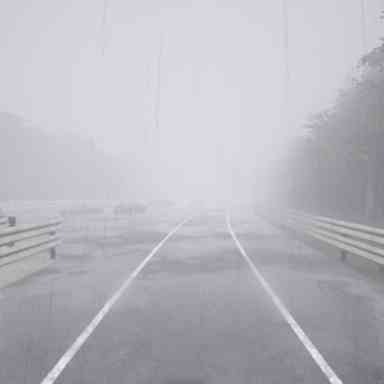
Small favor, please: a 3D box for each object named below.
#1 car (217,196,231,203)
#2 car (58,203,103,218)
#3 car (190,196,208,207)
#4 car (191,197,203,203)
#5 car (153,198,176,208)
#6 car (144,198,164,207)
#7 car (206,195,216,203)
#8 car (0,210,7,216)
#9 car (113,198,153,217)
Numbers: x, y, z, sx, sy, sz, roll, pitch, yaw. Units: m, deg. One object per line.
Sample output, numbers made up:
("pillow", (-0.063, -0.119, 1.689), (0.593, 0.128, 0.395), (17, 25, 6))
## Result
("car", (8.116, 1.979, 85.064), (1.837, 1.490, 4.892), (0, 0, 15))
("car", (-10.191, 1.689, 30.988), (1.895, 1.301, 4.718), (0, 0, 15))
("car", (1.036, 1.883, 58.989), (1.994, 1.385, 4.181), (0, 0, 15))
("car", (1.357, 1.963, 86.882), (1.837, 1.490, 4.892), (0, 0, 15))
("car", (-4.174, 1.812, 53.155), (2.033, 1.411, 5.357), (0, 0, 15))
("car", (-6.502, 1.812, 57.934), (1.812, 1.442, 4.674), (0, 0, 15))
("car", (4.743, 1.696, 85.993), (2.150, 2.045, 5.566), (0, 0, 15))
("car", (-15.675, 1.575, 24.165), (1.994, 1.385, 4.181), (0, 0, 15))
("car", (-6.029, 1.612, 32.956), (2.128, 1.511, 4.902), (0, 0, 15))
